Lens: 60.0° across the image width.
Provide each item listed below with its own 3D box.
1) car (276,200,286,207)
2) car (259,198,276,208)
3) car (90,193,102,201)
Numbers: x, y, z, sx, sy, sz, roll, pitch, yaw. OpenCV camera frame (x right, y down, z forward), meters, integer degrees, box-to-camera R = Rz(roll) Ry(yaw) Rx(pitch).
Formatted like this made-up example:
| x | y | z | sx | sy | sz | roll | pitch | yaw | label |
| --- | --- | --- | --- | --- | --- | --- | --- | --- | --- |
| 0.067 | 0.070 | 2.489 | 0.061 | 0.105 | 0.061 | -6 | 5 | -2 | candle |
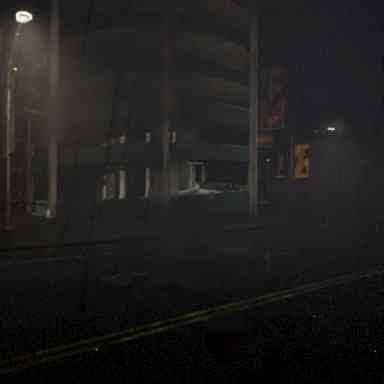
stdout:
| x | y | z | sx | sy | sz | roll | pitch | yaw | label |
| --- | --- | --- | --- | --- | --- | --- | --- | --- | --- |
| 14.946 | 2.054 | 59.779 | 1.994 | 1.385 | 4.181 | 1 | 0 | -28 | car |
| 11.916 | 1.805 | 58.041 | 2.097 | 1.767 | 4.553 | 1 | 0 | -28 | car |
| -17.645 | 1.266 | 63.333 | 2.435 | 2.045 | 5.566 | 1 | 0 | -36 | car |
